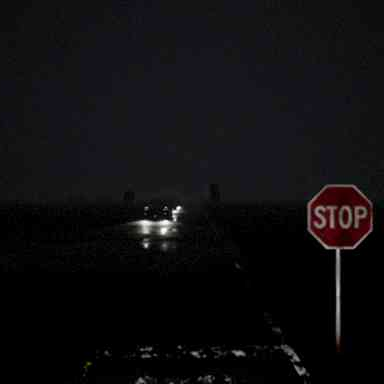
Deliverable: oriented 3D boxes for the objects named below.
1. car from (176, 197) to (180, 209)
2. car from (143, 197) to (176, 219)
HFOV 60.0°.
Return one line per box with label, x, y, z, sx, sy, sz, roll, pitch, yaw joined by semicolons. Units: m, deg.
car;-2.837;1.526;41.865;1.837;1.490;4.892;0;0;0
car;-2.896;1.358;28.975;2.097;1.767;4.553;0;0;2
